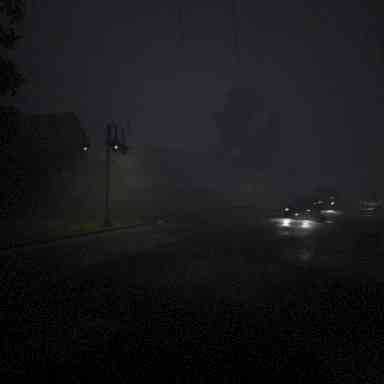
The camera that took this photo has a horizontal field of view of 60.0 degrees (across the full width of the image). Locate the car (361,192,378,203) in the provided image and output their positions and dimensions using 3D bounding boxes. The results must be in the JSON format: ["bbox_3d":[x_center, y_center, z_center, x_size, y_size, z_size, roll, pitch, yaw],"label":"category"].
[{"bbox_3d":[24.032,0.687,44.915,2.128,1.511,4.902,2,2,29],"label":"car"}]

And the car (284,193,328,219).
[{"bbox_3d":[8.089,1.027,23.847,2.033,1.411,5.357,2,2,29],"label":"car"}]

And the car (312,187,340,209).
[{"bbox_3d":[13.573,0.522,33.622,2.150,2.045,5.566,2,2,29],"label":"car"}]
